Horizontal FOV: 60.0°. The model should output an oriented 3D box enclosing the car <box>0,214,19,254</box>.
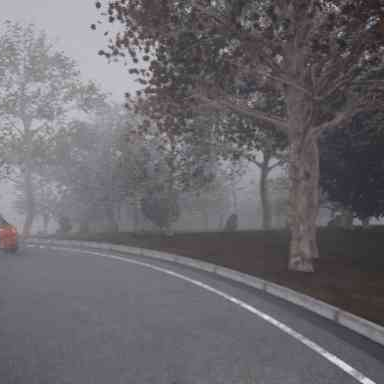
[{"bbox_3d":[-9.205,1.651,13.438,4.553,1.767,2.097,-2,0,28],"label":"car"}]
